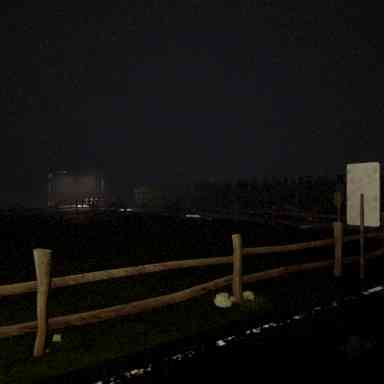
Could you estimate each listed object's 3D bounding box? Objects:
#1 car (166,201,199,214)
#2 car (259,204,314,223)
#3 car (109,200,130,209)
[{"bbox_3d":[-1.154,1.755,37.923,1.837,1.490,4.892,0,-1,-36],"label":"car"},{"bbox_3d":[7.288,1.655,26.062,1.812,1.442,4.674,0,0,-35],"label":"car"},{"bbox_3d":[-11.621,1.953,52.762,2.033,1.411,5.357,0,0,-35],"label":"car"}]
